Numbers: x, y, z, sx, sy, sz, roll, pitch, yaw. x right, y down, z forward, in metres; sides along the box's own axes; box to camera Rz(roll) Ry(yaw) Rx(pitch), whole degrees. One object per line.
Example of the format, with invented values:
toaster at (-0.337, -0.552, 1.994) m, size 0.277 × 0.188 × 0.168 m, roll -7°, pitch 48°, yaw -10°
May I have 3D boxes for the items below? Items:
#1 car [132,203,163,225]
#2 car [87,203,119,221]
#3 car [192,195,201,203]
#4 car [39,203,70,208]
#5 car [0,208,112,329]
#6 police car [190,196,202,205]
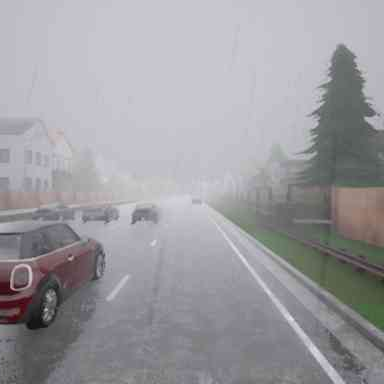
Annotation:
car at (-3.397, 1.621, 25.534) m, size 1.837 × 1.490 × 4.892 m, roll 0°, pitch 0°, yaw 0°
car at (-6.897, 1.608, 25.458) m, size 2.128 × 1.511 × 4.902 m, roll 0°, pitch 0°, yaw 0°
car at (1.060, 1.704, 77.959) m, size 2.097 × 1.767 × 4.553 m, roll 0°, pitch 0°, yaw 0°
car at (-10.397, 1.622, 25.539) m, size 1.837 × 1.490 × 4.892 m, roll 0°, pitch 0°, yaw 0°
car at (-3.400, 1.385, 7.161) m, size 2.097 × 1.767 × 4.553 m, roll 0°, pitch 0°, yaw 0°
police car at (1.060, 1.733, 68.098) m, size 1.930 × 1.638 × 5.238 m, roll 0°, pitch 0°, yaw 0°
